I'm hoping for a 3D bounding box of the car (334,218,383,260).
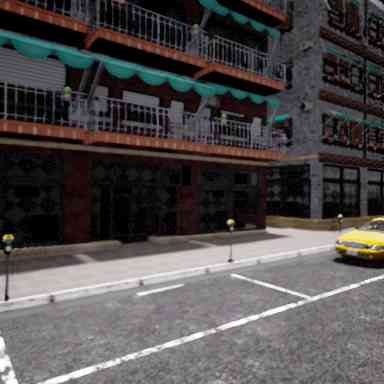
[{"bbox_3d":[6.741,1.456,11.318,4.829,1.417,1.752,0,1,-35],"label":"car"}]
